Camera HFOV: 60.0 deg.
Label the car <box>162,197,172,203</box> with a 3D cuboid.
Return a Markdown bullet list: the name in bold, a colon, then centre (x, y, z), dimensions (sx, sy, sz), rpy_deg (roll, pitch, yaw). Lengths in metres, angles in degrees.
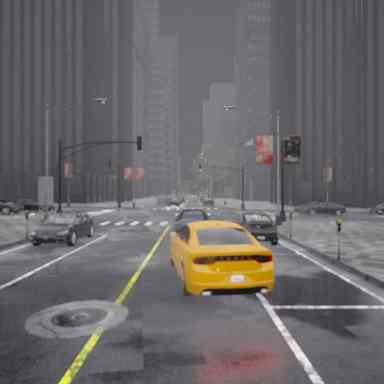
- **car**: centre (-5.513, 1.744, 74.080), dimensions (1.947, 1.339, 4.313), rpy_deg (0, 0, 0)

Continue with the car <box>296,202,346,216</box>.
- **car**: centre (14.711, 1.889, 37.428), dimensions (4.892, 1.490, 1.837), rpy_deg (1, 0, 1)

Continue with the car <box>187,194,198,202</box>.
- **car**: centre (0.313, 1.678, 82.297), dimensions (1.882, 1.535, 5.008), rpy_deg (0, 0, 0)

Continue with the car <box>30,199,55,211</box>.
- **car**: centre (-16.583, 1.407, 34.055), dimensions (4.718, 1.301, 1.895), rpy_deg (1, 0, 0)

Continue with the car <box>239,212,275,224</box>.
- **car**: centre (2.746, 1.584, 15.295), dimensions (2.008, 1.369, 4.403), rpy_deg (0, 0, 0)

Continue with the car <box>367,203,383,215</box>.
- **car**: centre (24.068, 2.064, 40.659), dimensions (4.902, 1.511, 2.128), rpy_deg (1, 0, 0)

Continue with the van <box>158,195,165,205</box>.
- **van**: centre (-5.599, 1.491, 63.056), dimensions (1.690, 1.788, 3.998), rpy_deg (0, 0, 0)

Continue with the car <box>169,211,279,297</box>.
- **car**: centre (0.501, 1.497, 8.789), dimensions (1.882, 1.535, 5.008), rpy_deg (0, 0, -9)

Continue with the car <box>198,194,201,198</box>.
- **car**: centre (3.012, 1.493, 74.017), dimensions (2.192, 1.841, 5.009), rpy_deg (0, 0, 0)

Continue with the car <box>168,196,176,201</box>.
- **car**: centre (-5.384, 1.767, 90.618), dimensions (1.887, 1.381, 4.507), rpy_deg (0, 0, 0)

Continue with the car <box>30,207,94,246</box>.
- **car**: centre (-5.779, 1.584, 15.288), dimensions (2.008, 1.369, 4.403), rpy_deg (0, 0, 0)

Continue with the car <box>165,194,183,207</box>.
- **car**: centre (-2.968, 1.607, 55.133), dimensions (1.882, 1.535, 5.008), rpy_deg (0, 0, 1)

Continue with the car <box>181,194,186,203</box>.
- **car**: centre (-2.867, 1.645, 64.708), dimensions (2.128, 1.511, 4.902), rpy_deg (0, 0, 1)

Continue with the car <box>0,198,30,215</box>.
- **car**: centre (-18.146, 1.270, 30.799), dimensions (4.892, 1.490, 1.837), rpy_deg (1, 0, 0)

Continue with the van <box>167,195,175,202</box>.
- **van**: centre (-5.427, 1.549, 85.106), dimensions (1.690, 1.788, 3.998), rpy_deg (0, 0, 0)

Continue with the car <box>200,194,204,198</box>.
- **car**: centre (2.927, 1.675, 63.161), dimensions (1.752, 1.417, 4.829), rpy_deg (0, 0, 0)

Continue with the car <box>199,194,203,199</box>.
- **car**: centre (2.969, 1.714, 68.504), dimensions (2.008, 1.369, 4.403), rpy_deg (0, 0, 0)

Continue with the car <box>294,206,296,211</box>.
- **car**: centre (14.858, 1.926, 40.689), dimensions (4.674, 1.442, 1.812), rpy_deg (1, 0, 2)

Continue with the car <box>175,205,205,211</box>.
- **car**: centre (0.045, 1.603, 17.606), dimensions (1.994, 1.385, 4.181), rpy_deg (0, 0, 0)

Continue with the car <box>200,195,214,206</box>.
- **car**: centre (2.882, 1.686, 57.478), dimensions (2.008, 1.369, 4.403), rpy_deg (0, 0, 0)

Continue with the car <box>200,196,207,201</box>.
- **car**: centre (3.143, 1.748, 90.726), dimensions (1.752, 1.417, 4.829), rpy_deg (0, 0, 0)
